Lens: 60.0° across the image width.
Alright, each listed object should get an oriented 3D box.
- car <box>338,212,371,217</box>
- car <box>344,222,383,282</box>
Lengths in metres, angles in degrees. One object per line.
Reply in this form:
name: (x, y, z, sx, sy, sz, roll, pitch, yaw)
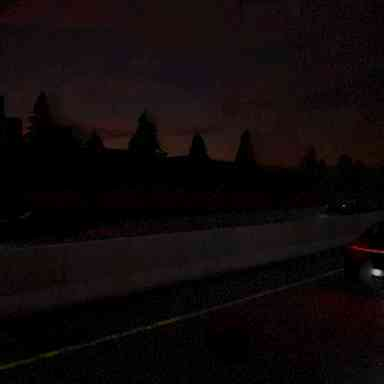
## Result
car: (12.715, 1.590, 25.736, 2.033, 1.411, 5.357, 0, 0, 43)
car: (5.780, 1.507, 8.721, 4.902, 1.511, 2.128, 0, 0, -41)
